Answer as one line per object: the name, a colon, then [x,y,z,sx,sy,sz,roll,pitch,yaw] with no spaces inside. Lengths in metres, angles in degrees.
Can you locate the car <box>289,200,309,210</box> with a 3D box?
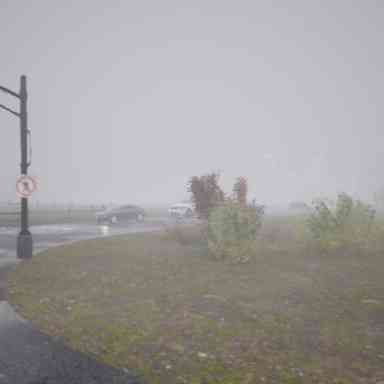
car: [17.202,2.080,53.467,1.882,1.535,5.008,-1,-1,36]

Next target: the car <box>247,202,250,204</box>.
car: [6.641,1.891,38.728,2.128,1.511,4.902,-1,-2,36]

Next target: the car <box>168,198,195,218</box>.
car: [-0.161,1.617,35.609,2.150,2.045,5.566,-1,-1,36]

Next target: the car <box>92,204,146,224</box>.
car: [-5.944,1.791,27.580,1.837,1.490,4.892,-1,-1,36]
